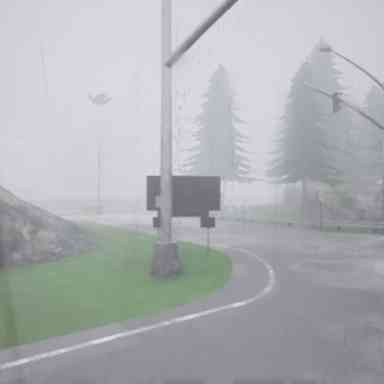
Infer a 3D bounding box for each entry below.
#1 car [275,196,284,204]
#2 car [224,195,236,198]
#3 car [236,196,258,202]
[{"bbox_3d":[14.985,1.426,51.573,4.553,1.767,2.097,0,0,-36],"label":"car"},{"bbox_3d":[8.888,1.594,81.788,4.892,1.490,1.837,0,0,-36],"label":"car"},{"bbox_3d":[12.972,1.595,76.103,4.892,1.490,1.837,0,0,-36],"label":"car"}]
